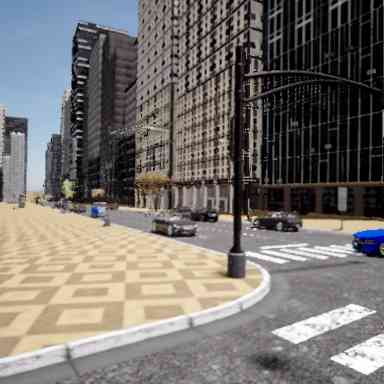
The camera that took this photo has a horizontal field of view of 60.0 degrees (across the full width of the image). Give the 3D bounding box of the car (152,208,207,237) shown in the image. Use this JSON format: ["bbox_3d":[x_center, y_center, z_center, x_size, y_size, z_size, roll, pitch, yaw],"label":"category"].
[{"bbox_3d":[-1.172,1.966,21.103,2.008,1.369,4.403,0,-1,-27],"label":"car"}]

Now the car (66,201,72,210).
[{"bbox_3d":[-21.386,2.815,61.111,1.752,1.417,4.829,0,-1,-27],"label":"car"}]

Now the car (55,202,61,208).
[{"bbox_3d":[-31.607,3.296,81.340,1.887,1.381,4.507,0,-1,-27],"label":"car"}]

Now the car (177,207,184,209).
[{"bbox_3d":[-1.301,2.470,39.939,1.947,1.339,4.313,0,-1,-27],"label":"car"}]

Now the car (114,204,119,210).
[{"bbox_3d":[-16.519,3.156,70.057,1.802,1.307,4.206,0,-1,-27],"label":"car"}]

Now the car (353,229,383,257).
[{"bbox_3d":[9.203,1.816,13.438,5.008,1.535,1.882,-1,0,5],"label":"car"}]

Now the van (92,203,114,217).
[{"bbox_3d":[-11.318,2.188,41.187,1.690,1.788,3.998,0,-1,-27],"label":"van"}]

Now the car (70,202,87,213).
[{"bbox_3d":[-18.926,2.731,56.242,2.008,1.369,4.403,0,-1,-27],"label":"car"}]

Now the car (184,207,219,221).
[{"bbox_3d":[1.235,2.362,34.919,1.947,1.339,4.313,0,-1,-27],"label":"car"}]

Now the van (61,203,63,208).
[{"bbox_3d":[-26.536,2.863,71.304,1.690,1.788,3.998,0,-1,-27],"label":"van"}]

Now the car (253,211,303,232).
[{"bbox_3d":[6.307,2.133,24.879,2.008,1.369,4.403,0,-1,-27],"label":"car"}]

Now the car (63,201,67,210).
[{"bbox_3d":[-23.999,2.952,66.282,1.887,1.381,4.507,0,-1,-27],"label":"car"}]
